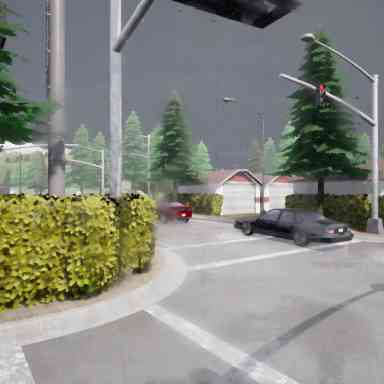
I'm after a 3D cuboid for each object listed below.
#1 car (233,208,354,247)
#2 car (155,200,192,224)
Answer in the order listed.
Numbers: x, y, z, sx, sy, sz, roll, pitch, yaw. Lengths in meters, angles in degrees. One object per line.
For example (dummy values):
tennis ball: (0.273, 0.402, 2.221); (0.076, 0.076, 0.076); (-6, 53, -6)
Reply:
car: (4.239, 1.422, 14.771); (2.033, 1.411, 5.357); (0, 2, -35)
car: (-1.956, 1.306, 23.366); (1.882, 1.535, 5.008); (-1, 1, -35)
